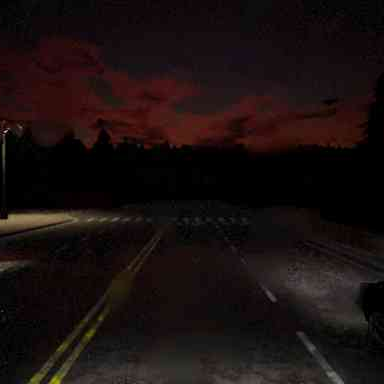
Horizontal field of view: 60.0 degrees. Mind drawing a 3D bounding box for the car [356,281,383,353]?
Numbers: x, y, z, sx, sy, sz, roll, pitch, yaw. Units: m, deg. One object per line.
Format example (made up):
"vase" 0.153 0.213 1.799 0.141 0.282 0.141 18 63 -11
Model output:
"car" 3.583 1.620 3.194 1.895 1.301 4.718 0 0 -1
